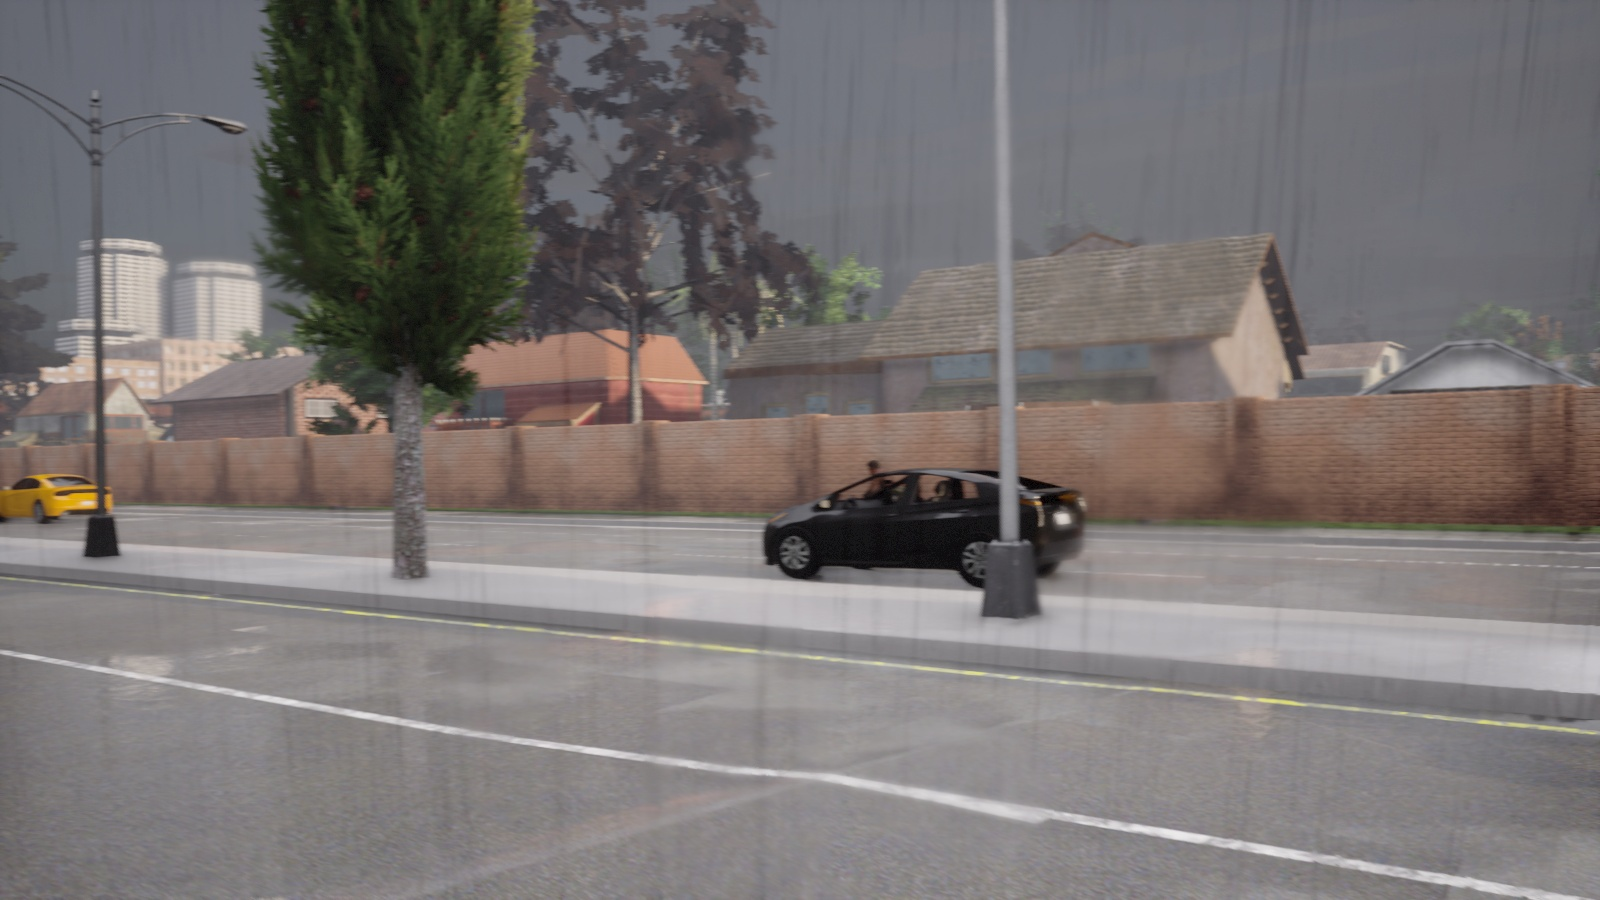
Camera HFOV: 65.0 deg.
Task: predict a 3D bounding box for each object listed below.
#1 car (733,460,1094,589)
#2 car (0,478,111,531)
[{"bbox_3d":[1.489,0.957,17.293,4.514,1.525,2.007,-2,0,35],"label":"car"},{"bbox_3d":[-23.926,1.694,39.505,5.008,1.535,1.882,-2,0,35],"label":"car"}]
